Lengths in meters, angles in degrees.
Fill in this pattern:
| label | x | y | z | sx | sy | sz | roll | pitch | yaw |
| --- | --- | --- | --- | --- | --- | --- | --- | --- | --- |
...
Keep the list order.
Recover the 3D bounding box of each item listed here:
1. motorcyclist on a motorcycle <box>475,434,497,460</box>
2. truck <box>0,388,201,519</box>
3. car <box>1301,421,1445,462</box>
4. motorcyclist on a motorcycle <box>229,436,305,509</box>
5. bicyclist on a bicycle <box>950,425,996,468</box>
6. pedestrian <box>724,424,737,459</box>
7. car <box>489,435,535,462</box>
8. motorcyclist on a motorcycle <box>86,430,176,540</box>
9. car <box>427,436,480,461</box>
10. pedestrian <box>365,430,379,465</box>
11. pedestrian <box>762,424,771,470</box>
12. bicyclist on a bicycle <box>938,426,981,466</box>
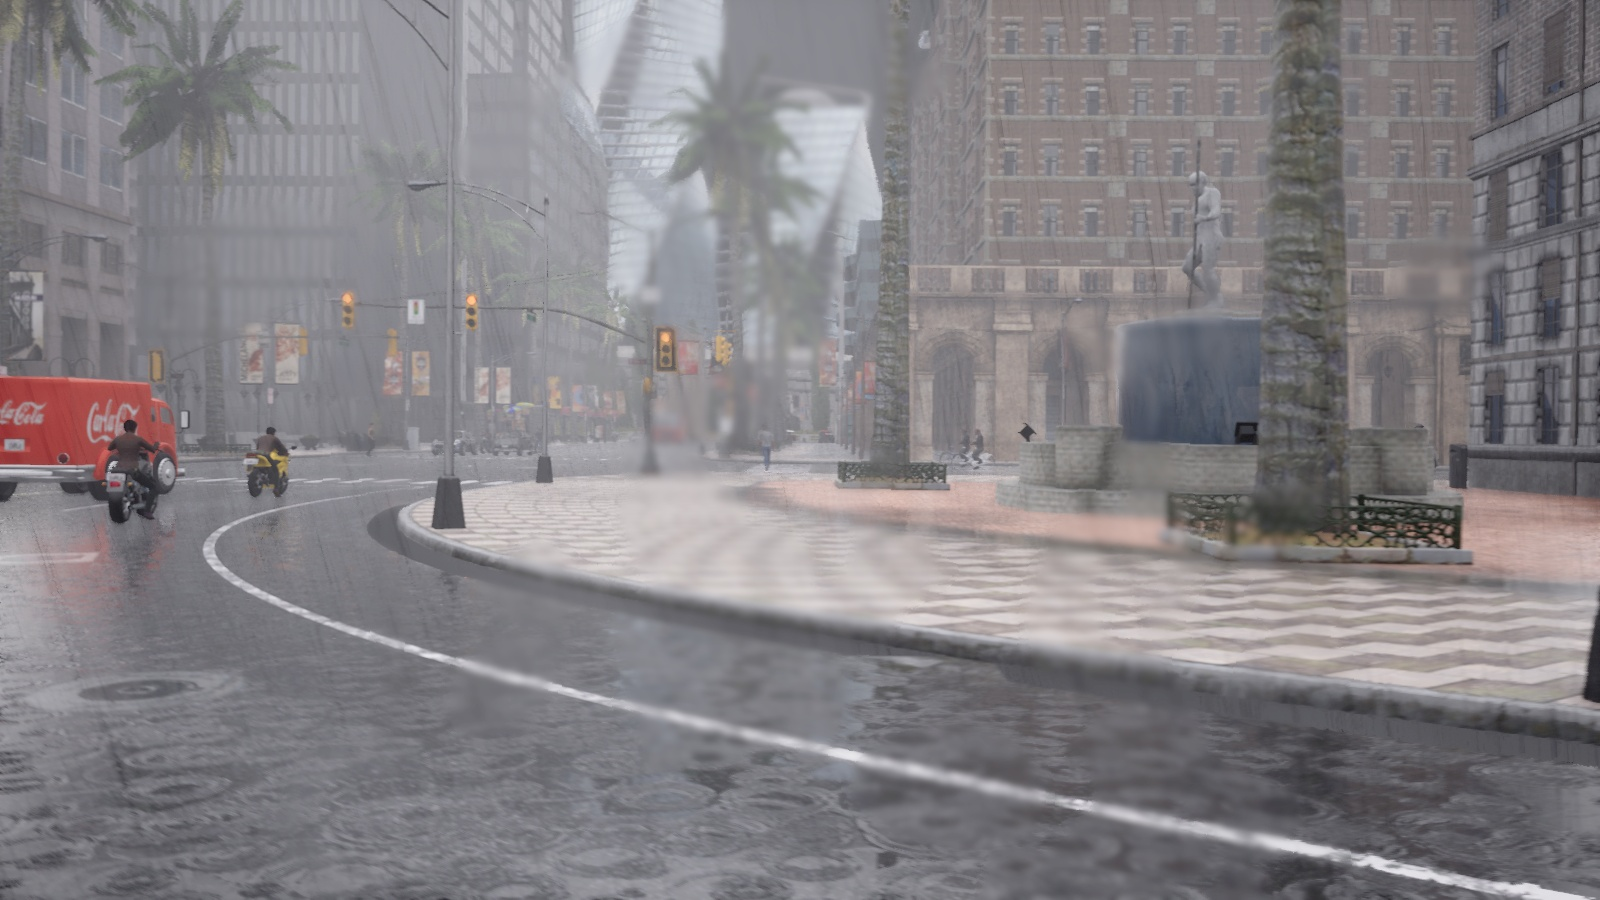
| label | x | y | z | sx | sy | sz | roll | pitch | yaw |
| --- | --- | --- | --- | --- | --- | --- | --- | --- | --- |
| motorcyclist on a motorcycle | -20.620 | -0.202 | 82.393 | 0.766 | 1.649 | 2.350 | 0 | 1 | 2 |
| truck | -15.026 | 0.035 | 26.325 | 2.627 | 2.467 | 5.204 | -1 | 1 | -3 |
| car | 23.958 | -0.371 | 52.634 | 5.027 | 1.651 | 2.152 | 0 | 1 | 1 |
| motorcyclist on a motorcycle | -11.548 | 0.461 | 27.290 | 0.797 | 1.523 | 2.044 | -1 | 1 | -1 |
| bicyclist on a bicycle | 7.291 | -0.142 | 53.027 | 1.843 | 1.776 | 0.659 | 0 | 1 | 2 |
| pedestrian | -3.910 | -0.491 | 70.972 | 0.396 | 1.930 | 0.692 | 0 | 1 | 31 |
| car | -17.308 | -0.114 | 75.592 | 1.789 | 1.549 | 3.705 | 0 | 1 | 2 |
| motorcyclist on a motorcycle | -10.665 | 0.515 | 20.099 | 0.766 | 1.649 | 2.350 | -1 | 1 | -15 |
| car | -20.796 | -0.097 | 75.548 | 1.970 | 1.475 | 3.806 | 0 | 1 | 2 |
| pedestrian | -22.837 | -0.130 | 67.073 | 0.594 | 1.836 | 0.345 | 0 | 1 | 10 |
| pedestrian | -1.354 | -0.111 | 50.548 | 0.354 | 1.836 | 0.706 | -1 | 1 | -2 |
| bicyclist on a bicycle | 7.188 | -0.186 | 56.541 | 1.843 | 1.776 | 0.659 | 0 | 1 | 1 |
